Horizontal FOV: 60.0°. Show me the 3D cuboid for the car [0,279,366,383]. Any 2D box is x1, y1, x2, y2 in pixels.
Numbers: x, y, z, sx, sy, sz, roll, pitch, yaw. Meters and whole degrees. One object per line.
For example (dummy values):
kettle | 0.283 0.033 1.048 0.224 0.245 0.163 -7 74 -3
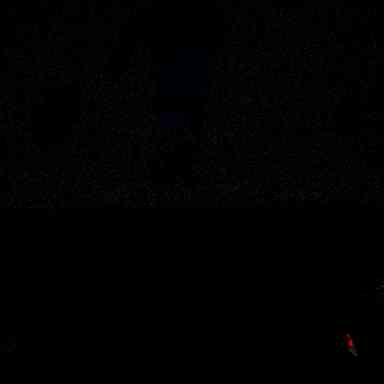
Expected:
car | -0.392 1.564 2.795 4.181 1.385 1.994 0 0 -36
